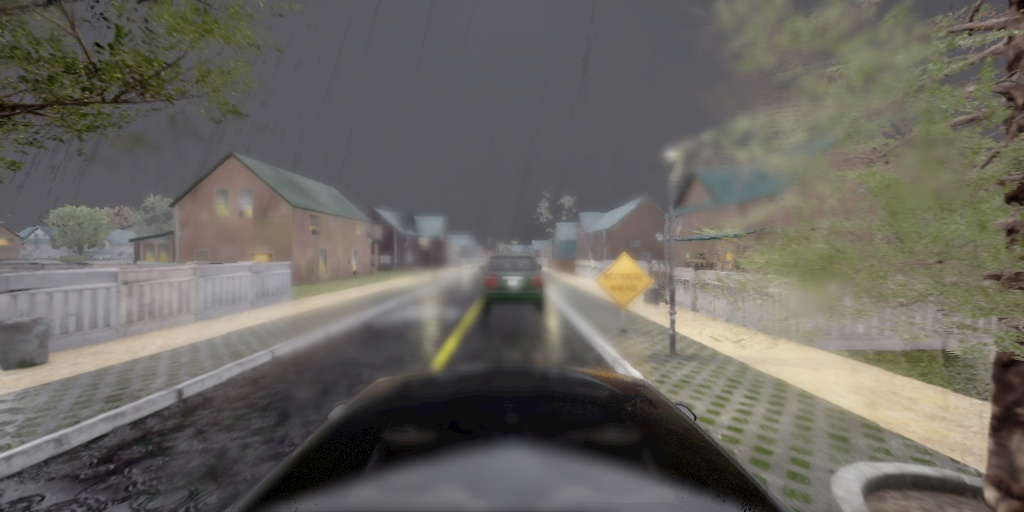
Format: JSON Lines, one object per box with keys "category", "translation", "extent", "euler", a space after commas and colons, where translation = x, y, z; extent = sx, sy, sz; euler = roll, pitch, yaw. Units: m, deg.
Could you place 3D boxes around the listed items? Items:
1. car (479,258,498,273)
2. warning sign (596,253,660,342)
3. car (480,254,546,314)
{"category": "car", "translation": [-2.837, 1.155, 44.811], "extent": [2.097, 1.767, 4.553], "euler": [0, 0, 0]}
{"category": "warning sign", "translation": [2.518, 0.863, 8.093], "extent": [1.300, 1.860, 1.060], "euler": [0, 0, 0]}
{"category": "car", "translation": [0.084, 0.969, 13.891], "extent": [2.150, 2.045, 5.566], "euler": [0, 0, 0]}
